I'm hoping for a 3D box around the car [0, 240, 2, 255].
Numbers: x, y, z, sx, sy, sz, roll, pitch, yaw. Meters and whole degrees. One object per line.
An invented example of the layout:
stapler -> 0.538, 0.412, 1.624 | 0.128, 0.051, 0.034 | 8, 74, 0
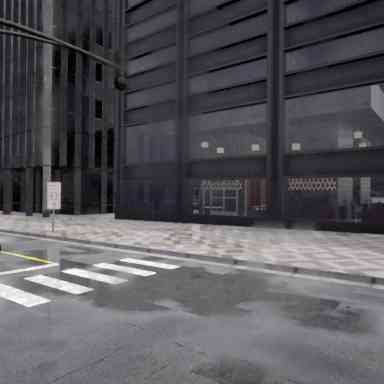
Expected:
car -> -8.938, 1.708, 12.504 | 4.674, 1.442, 1.812 | -1, -1, 38
